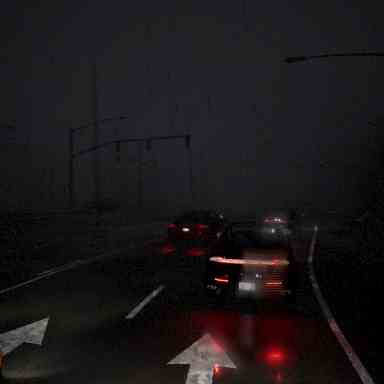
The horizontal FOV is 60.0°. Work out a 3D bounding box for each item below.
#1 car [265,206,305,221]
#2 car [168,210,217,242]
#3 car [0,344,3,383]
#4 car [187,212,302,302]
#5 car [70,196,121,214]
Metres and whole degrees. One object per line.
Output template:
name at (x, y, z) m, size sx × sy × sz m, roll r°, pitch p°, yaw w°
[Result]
car at (4.636, 1.505, 17.249) m, size 1.837 × 1.490 × 4.892 m, roll 0°, pitch 0°, yaw 21°
car at (0.438, 1.564, 15.878) m, size 1.994 × 1.385 × 4.181 m, roll 0°, pitch 0°, yaw 20°
car at (-3.150, 1.352, 1.694) m, size 2.097 × 1.767 × 4.553 m, roll 0°, pitch 0°, yaw 3°
car at (1.558, 1.492, 8.371) m, size 2.128 × 1.511 × 4.902 m, roll 0°, pitch 0°, yaw 13°
car at (-7.263, 1.115, 25.589) m, size 1.837 × 1.490 × 4.892 m, roll 0°, pitch 0°, yaw 22°
